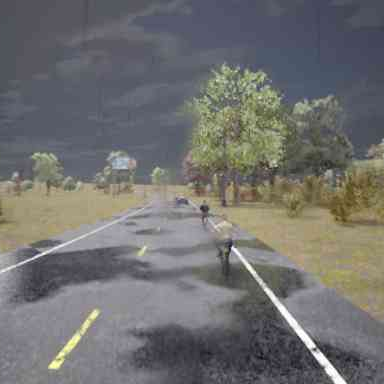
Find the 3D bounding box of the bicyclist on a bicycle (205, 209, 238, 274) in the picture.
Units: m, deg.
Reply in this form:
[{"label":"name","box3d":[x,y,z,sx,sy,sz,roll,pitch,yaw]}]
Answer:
[{"label":"bicyclist on a bicycle","box3d":[0.915,1.412,9.504,0.866,1.612,1.509,0,0,-1]}]

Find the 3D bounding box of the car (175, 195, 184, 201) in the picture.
[{"label":"car","box3d":[-2.851,1.349,73.635,1.895,1.301,4.718,0,0,-4]}]

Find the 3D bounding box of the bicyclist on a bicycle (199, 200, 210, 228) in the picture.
[{"label":"bicyclist on a bicycle","box3d":[0.730,1.317,19.294,0.659,1.776,1.843,0,0,-1]}]

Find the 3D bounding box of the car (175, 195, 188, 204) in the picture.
[{"label":"car","box3d":[-1.630,1.348,56.780,1.812,1.442,4.674,0,0,-3]}]
